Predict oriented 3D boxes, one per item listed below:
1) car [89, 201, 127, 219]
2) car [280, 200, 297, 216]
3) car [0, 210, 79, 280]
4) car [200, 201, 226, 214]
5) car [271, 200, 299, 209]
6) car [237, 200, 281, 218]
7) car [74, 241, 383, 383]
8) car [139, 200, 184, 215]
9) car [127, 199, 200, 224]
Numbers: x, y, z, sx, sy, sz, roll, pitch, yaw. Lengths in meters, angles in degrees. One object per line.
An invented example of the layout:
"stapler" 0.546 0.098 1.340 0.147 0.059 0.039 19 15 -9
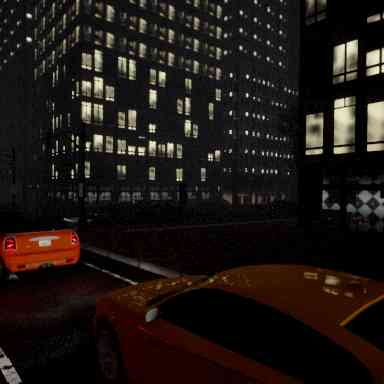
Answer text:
"car" -6.868 1.609 30.382 4.892 1.490 1.837 1 0 -38
"car" 10.878 1.935 37.364 4.206 1.307 1.802 1 0 -39
"car" -5.193 1.347 10.272 2.097 1.767 4.553 0 0 -40
"car" 1.375 1.744 37.071 5.357 1.411 2.033 1 1 -39
"car" 14.305 1.880 50.982 4.313 1.339 1.947 1 0 -39
"car" 6.642 1.832 33.902 4.829 1.417 1.752 1 0 -39
"car" 0.755 1.476 3.238 1.882 1.535 5.008 0 0 -40
"car" -3.293 1.647 36.608 4.829 1.417 1.752 1 0 -39
"car" -2.223 1.523 26.659 5.009 1.841 2.192 1 0 -39
